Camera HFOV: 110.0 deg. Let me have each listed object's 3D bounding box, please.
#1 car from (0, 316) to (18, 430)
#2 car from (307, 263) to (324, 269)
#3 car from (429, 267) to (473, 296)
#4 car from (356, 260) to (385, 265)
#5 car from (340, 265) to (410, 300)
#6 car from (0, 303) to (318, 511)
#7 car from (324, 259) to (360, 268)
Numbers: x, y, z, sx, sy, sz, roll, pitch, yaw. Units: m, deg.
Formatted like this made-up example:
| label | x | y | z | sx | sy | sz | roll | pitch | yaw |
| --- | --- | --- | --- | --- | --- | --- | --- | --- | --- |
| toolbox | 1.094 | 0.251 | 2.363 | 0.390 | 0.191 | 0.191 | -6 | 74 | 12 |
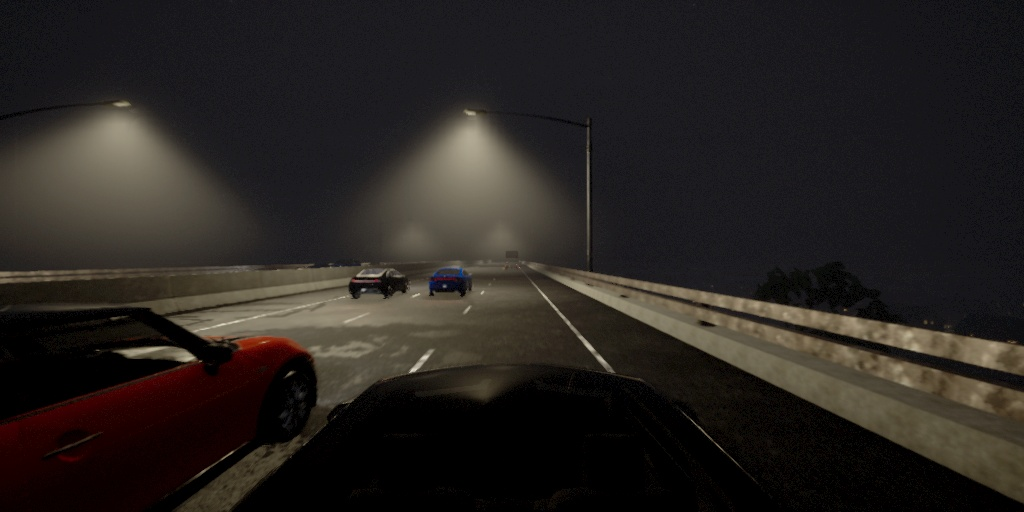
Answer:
| label | x | y | z | sx | sy | sz | roll | pitch | yaw |
| --- | --- | --- | --- | --- | --- | --- | --- | --- | --- |
| car | -6.899 | 1.353 | 1.955 | 1.895 | 1.301 | 4.718 | 0 | -1 | 0 |
| car | -24.564 | 1.658 | 46.038 | 1.812 | 1.442 | 4.674 | 0 | 0 | 0 |
| car | -3.404 | 1.395 | 20.628 | 1.882 | 1.535 | 5.008 | 0 | -1 | 0 |
| car | -17.569 | 1.624 | 46.073 | 2.128 | 1.511 | 4.902 | 0 | 0 | 0 |
| car | -6.903 | 1.396 | 19.085 | 2.128 | 1.511 | 4.902 | 0 | -1 | 0 |
| car | -3.400 | 1.109 | 2.515 | 2.097 | 1.767 | 4.553 | 0 | -1 | 0 |
| car | -21.065 | 1.349 | 45.706 | 2.150 | 2.045 | 5.566 | 0 | 0 | 1 |
